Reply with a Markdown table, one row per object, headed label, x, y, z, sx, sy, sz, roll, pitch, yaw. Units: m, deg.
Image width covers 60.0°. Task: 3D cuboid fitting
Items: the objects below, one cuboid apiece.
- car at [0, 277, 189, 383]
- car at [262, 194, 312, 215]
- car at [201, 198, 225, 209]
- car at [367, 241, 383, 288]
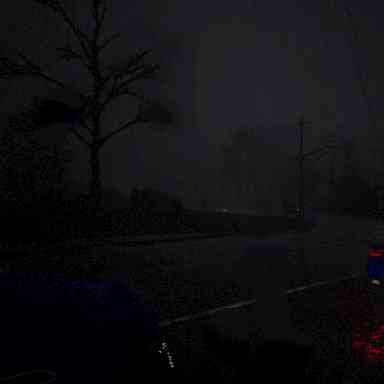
| label | x | y | z | sx | sy | sz | roll | pitch | yaw |
| --- | --- | --- | --- | --- | --- | --- | --- | --- | --- |
| car | -2.678 | 1.218 | 1.802 | 5.566 | 2.045 | 2.150 | 0 | 0 | -36 |
| car | 9.782 | 1.271 | 34.725 | 2.150 | 2.045 | 5.566 | 0 | 0 | -30 |
| car | 2.940 | 1.609 | 47.466 | 1.837 | 1.490 | 4.892 | 0 | 0 | -27 |
| car | 6.216 | 1.494 | 7.987 | 5.008 | 1.535 | 1.882 | 0 | 0 | -34 |
